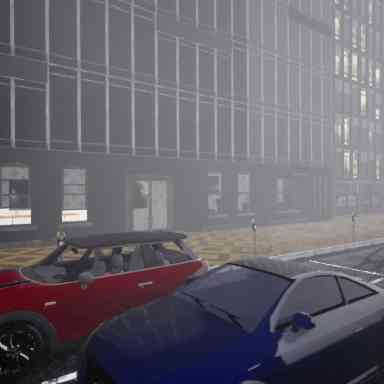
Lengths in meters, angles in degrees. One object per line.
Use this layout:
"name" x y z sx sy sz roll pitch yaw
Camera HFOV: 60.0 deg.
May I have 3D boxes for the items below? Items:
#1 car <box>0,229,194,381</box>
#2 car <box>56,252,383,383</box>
"car" -1.639 1.440 5.396 4.097 1.590 1.967 0 0 -35
"car" 0.841 1.563 3.975 4.181 1.385 1.994 0 0 -35
